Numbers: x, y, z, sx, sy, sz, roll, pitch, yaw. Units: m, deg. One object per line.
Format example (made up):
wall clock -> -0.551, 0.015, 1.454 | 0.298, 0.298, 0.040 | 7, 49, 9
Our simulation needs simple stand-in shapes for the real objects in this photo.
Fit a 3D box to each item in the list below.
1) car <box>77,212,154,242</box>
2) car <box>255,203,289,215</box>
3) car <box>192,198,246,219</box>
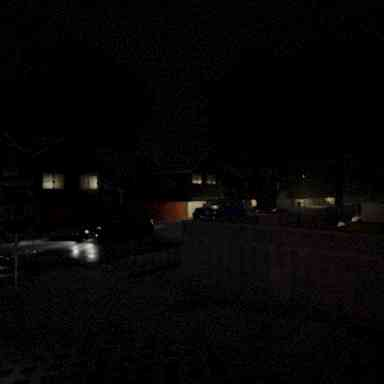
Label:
car -> -3.917, 1.744, 17.634 | 1.994, 1.385, 4.181 | -1, -1, 35
car -> 8.556, 1.860, 35.169 | 2.033, 1.411, 5.357 | -1, -1, 35
car -> 2.271, 1.466, 26.346 | 2.150, 2.045, 5.566 | -1, -1, 35
